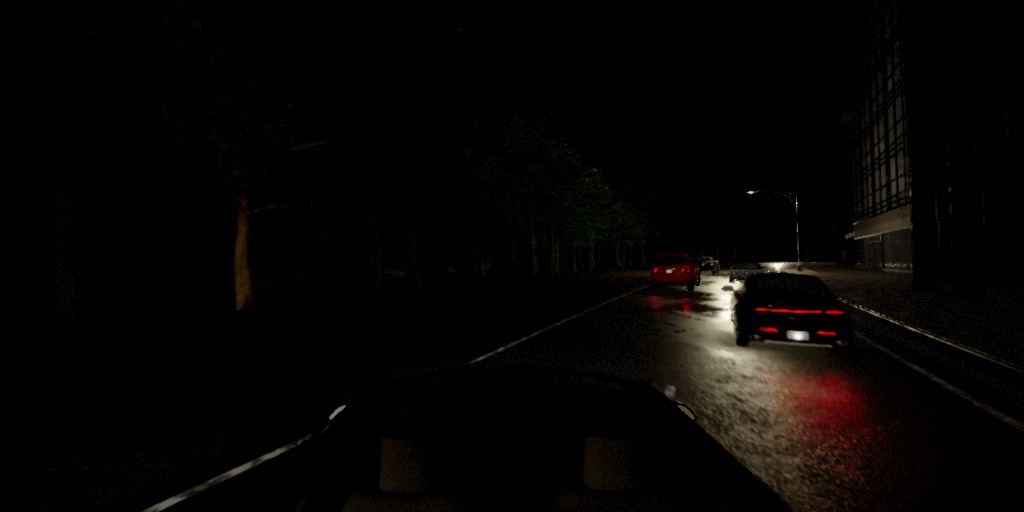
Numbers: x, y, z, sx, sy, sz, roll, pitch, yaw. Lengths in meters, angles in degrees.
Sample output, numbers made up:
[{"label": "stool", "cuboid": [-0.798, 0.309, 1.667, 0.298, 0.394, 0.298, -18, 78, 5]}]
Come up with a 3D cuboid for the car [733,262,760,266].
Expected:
[{"label": "car", "cuboid": [15.768, 1.083, 24.140, 1.895, 1.301, 4.718, -2, 0, 33]}]

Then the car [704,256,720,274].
[{"label": "car", "cuboid": [19.307, 0.825, 35.762, 2.097, 1.767, 4.553, -2, -1, 35]}]

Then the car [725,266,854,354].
[{"label": "car", "cuboid": [6.301, 1.147, 8.528, 1.837, 1.490, 4.892, -2, 0, 30]}]

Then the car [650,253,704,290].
[{"label": "car", "cuboid": [9.760, 0.848, 21.277, 2.150, 2.045, 5.566, -2, 0, 33]}]
